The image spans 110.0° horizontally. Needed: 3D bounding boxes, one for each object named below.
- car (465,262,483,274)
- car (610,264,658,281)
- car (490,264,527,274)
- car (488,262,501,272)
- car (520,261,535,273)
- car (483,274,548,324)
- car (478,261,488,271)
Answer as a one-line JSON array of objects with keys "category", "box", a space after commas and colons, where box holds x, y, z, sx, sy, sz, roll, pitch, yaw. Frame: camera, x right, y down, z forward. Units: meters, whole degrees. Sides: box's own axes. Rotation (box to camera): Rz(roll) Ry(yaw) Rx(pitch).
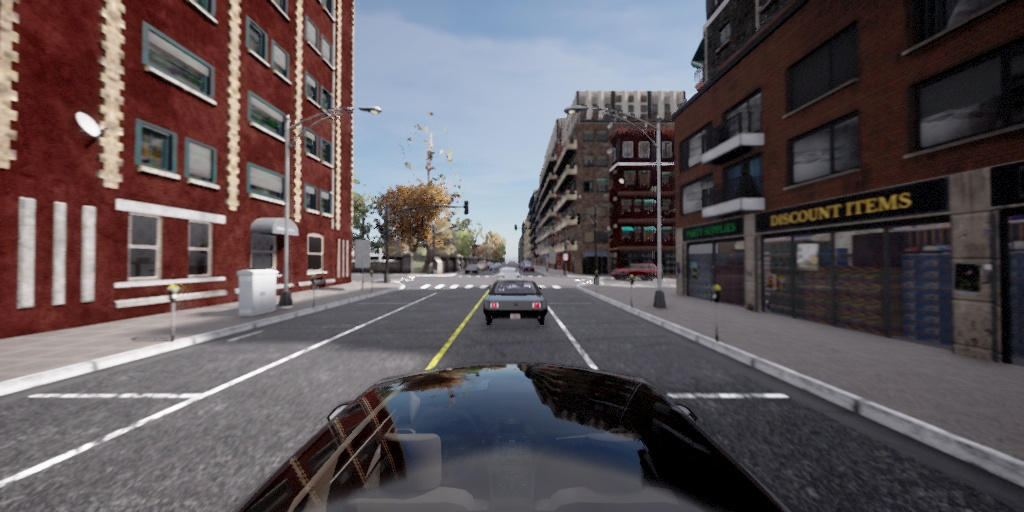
[{"category": "car", "box": [-5.692, 1.878, 51.721, 1.948, 1.339, 4.313, 0, 0, 0]}, {"category": "car", "box": [13.448, 1.765, 39.378, 5.009, 1.841, 2.192, 0, 0, -1]}, {"category": "car", "box": [-0.360, 1.538, 25.734, 1.812, 1.442, 4.674, 0, -1, -7]}, {"category": "car", "box": [-3.032, 2.001, 63.452, 2.033, 1.411, 5.357, 0, -1, 1]}, {"category": "car", "box": [2.688, 1.925, 57.350, 1.888, 1.381, 4.507, 0, 0, 0]}, {"category": "car", "box": [0.099, 1.466, 12.493, 1.895, 1.301, 4.718, 0, -1, 0]}, {"category": "car", "box": [-5.692, 1.973, 62.811, 1.751, 1.417, 4.829, 0, 0, 0]}]
